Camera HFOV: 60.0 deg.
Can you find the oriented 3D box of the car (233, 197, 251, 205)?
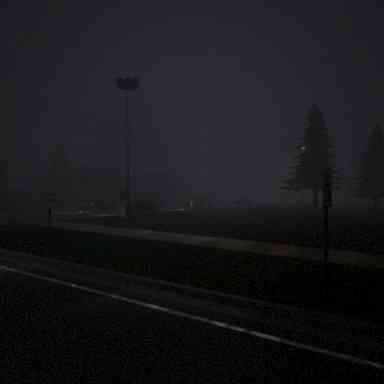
[{"bbox_3d":[8.858,1.659,58.823,1.994,1.385,4.181,0,0,35],"label":"car"}]

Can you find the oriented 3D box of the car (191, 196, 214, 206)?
[{"bbox_3d":[1.914,1.620,61.099,1.837,1.490,4.892,0,1,35],"label":"car"}]

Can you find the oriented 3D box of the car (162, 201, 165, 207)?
[{"bbox_3d":[-5.988,1.681,49.852,1.994,1.385,4.181,0,0,35],"label":"car"}]

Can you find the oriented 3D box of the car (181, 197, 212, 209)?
[{"bbox_3d":[0.473,1.445,46.882,2.097,1.767,4.553,0,0,35],"label":"car"}]

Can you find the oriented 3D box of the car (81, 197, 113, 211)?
[{"bbox_3d":[-11.598,1.469,41.816,2.097,1.767,4.553,0,0,35],"label":"car"}]

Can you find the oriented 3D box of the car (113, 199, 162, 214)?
[{"bbox_3d":[-6.050,1.570,37.541,1.882,1.535,5.008,0,0,35],"label":"car"}]
